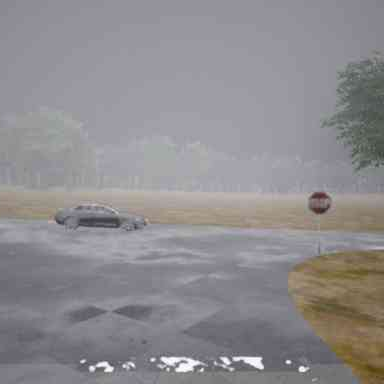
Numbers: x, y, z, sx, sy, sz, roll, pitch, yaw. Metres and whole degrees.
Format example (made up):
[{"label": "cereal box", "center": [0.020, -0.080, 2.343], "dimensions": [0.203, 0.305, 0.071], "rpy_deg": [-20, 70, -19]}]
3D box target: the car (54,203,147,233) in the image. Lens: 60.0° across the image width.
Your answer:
[{"label": "car", "center": [-4.904, 1.369, 18.141], "dimensions": [4.902, 1.511, 2.128], "rpy_deg": [2, -2, -2]}]
